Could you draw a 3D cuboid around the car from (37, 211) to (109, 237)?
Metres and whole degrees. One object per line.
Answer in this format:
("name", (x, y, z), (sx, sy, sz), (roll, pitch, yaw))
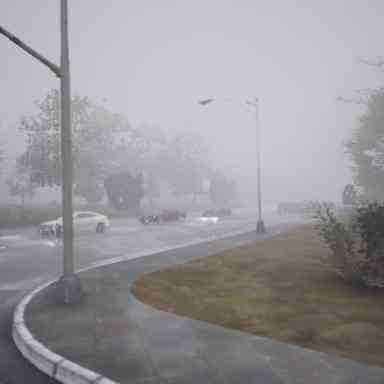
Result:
("car", (-7.419, 1.956, 21.131), (1.812, 1.442, 4.674), (-2, -1, 34))

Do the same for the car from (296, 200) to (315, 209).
("car", (19.110, 2.050, 55.954), (1.837, 1.490, 4.892), (-2, -2, 33))

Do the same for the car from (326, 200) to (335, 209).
("car", (21.458, 1.981, 53.145), (2.033, 1.411, 5.357), (-2, -2, 32))

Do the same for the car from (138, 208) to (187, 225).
("car", (-2.474, 2.044, 28.723), (1.895, 1.301, 4.718), (-2, -1, 33))

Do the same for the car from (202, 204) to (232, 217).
("car", (2.840, 2.043, 37.131), (1.994, 1.385, 4.181), (-2, -1, 31))

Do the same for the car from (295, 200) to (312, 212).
("car", (15.772, 1.893, 44.183), (2.033, 1.411, 5.357), (-2, -1, 32))

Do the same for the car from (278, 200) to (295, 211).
("car", (13.674, 1.966, 47.426), (1.837, 1.490, 4.892), (-2, -2, 32))
